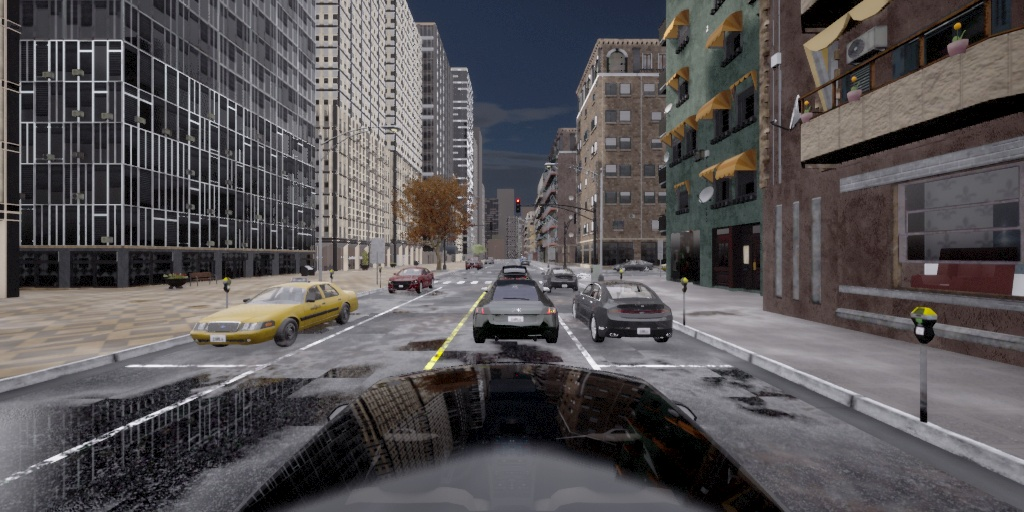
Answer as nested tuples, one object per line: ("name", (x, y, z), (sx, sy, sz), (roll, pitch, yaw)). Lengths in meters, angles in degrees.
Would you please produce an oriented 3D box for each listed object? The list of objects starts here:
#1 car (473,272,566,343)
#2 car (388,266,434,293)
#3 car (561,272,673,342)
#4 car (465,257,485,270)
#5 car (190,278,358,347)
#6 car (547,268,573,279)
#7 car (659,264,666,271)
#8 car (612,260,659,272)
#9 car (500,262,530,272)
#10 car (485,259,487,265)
("car", (0.092, 1.315, 9.659), (1.994, 1.385, 4.181), (0, 0, 0))
("car", (-5.679, 1.299, 20.582), (1.888, 1.381, 4.507), (0, 0, 0))
("car", (2.694, 1.301, 9.510), (2.007, 1.370, 4.403), (0, 0, 0))
("car", (-5.659, 1.098, 52.969), (2.192, 1.841, 5.009), (0, 0, 0))
("car", (-5.686, 1.276, 9.346), (1.751, 1.417, 4.829), (0, 0, 0))
("car", (2.701, 1.305, 20.576), (2.007, 1.370, 4.403), (0, 0, 0))
("car", (18.857, 1.006, 40.037), (4.829, 1.417, 1.751), (0, 0, -1))
("car", (13.459, 1.108, 39.985), (4.403, 1.370, 2.007), (0, 0, -1))
("car", (0.116, 1.259, 19.708), (1.837, 1.490, 4.892), (0, 0, -1))
("car", (-5.655, 1.356, 58.492), (1.948, 1.339, 4.313), (0, 0, 0))
